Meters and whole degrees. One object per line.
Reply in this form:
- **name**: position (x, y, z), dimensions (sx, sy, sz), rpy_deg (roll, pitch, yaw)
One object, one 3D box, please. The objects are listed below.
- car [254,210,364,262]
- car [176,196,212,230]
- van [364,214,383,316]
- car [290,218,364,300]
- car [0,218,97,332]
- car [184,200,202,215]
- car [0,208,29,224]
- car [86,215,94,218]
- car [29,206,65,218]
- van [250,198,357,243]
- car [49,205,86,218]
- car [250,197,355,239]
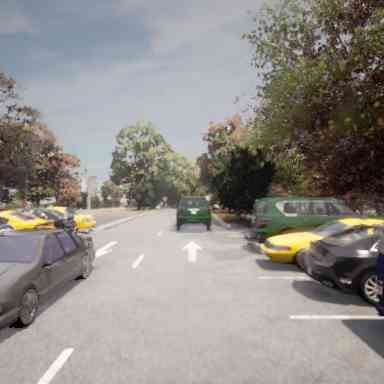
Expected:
- **car**: position (4.853, 1.479, 10.188), dimensions (5.366, 1.575, 1.946), rpy_deg (0, 0, 0)
- **car**: position (0.097, 1.310, 21.890), dimensions (2.150, 2.045, 5.566), rpy_deg (0, -1, 0)
- **van**: position (5.156, 1.254, 4.650), dimensions (4.442, 1.987, 1.878), rpy_deg (0, 0, 0)
- **car**: position (5.032, 1.481, 7.420), dimensions (4.892, 1.521, 2.231), rpy_deg (0, 0, 0)
- **car**: position (-3.599, 1.547, 7.200), dimensions (2.033, 1.411, 5.357), rpy_deg (0, 0, 0)
- **car**: position (0.094, 1.932, 42.166), dimensions (2.097, 1.767, 4.553), rpy_deg (0, -2, 0)
- **car**: position (-8.010, 1.358, 10.400), dimensions (4.553, 1.767, 2.185), rpy_deg (0, 0, 0)
- **car**: position (-8.228, 1.527, 18.717), dimensions (5.366, 1.575, 1.946), rpy_deg (0, 0, 0)
- **car**: position (-8.035, 1.490, 13.177), dimensions (5.008, 1.535, 2.097), rpy_deg (0, 0, 0)
- **van**: position (5.155, 1.279, 15.849), dimensions (4.442, 1.987, 1.878), rpy_deg (0, 0, 0)
- **car**: position (-8.037, 1.507, 15.949), dimensions (4.892, 1.521, 2.231), rpy_deg (0, 0, 0)
- **car**: position (5.066, 1.236, 12.957), dimensions (5.566, 2.045, 2.435), rpy_deg (0, 0, 0)
